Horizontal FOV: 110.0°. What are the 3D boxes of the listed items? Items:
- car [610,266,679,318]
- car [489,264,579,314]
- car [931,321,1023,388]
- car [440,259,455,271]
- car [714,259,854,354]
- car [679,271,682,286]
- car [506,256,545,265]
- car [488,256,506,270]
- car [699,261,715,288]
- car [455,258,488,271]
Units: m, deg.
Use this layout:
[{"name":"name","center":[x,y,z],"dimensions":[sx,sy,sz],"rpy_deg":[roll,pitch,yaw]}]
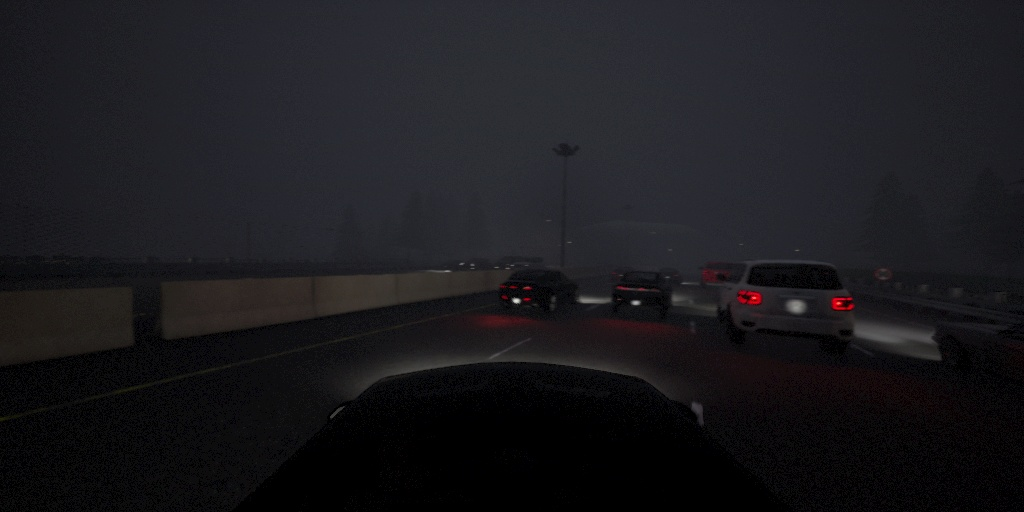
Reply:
[{"name":"car","center":[5.079,1.332,13.787],"dimensions":[2.128,1.511,4.902],"rpy_deg":[2,0,26]},{"name":"car","center":[1.202,1.230,13.835],"dimensions":[1.837,1.490,4.892],"rpy_deg":[2,0,26]},{"name":"car","center":[8.636,1.565,5.179],"dimensions":[1.895,1.301,4.718],"rpy_deg":[2,0,26]},{"name":"car","center":[-7.096,1.121,44.811],"dimensions":[1.994,1.385,4.181],"rpy_deg":[2,0,27]},{"name":"car","center":[6.991,1.123,9.735],"dimensions":[2.150,2.045,5.566],"rpy_deg":[2,0,26]},{"name":"car","center":[13.238,1.712,30.366],"dimensions":[1.994,1.385,4.181],"rpy_deg":[2,0,26]},{"name":"car","center":[1.835,1.042,39.190],"dimensions":[2.150,2.045,5.566],"rpy_deg":[2,-1,27]},{"name":"car","center":[-0.239,0.995,42.841],"dimensions":[2.150,2.045,5.566],"rpy_deg":[2,-1,27]},{"name":"car","center":[15.834,1.442,27.694],"dimensions":[2.150,2.045,5.566],"rpy_deg":[2,0,26]},{"name":"car","center":[-4.245,0.990,42.685],"dimensions":[2.097,1.767,4.553],"rpy_deg":[2,0,27]}]
